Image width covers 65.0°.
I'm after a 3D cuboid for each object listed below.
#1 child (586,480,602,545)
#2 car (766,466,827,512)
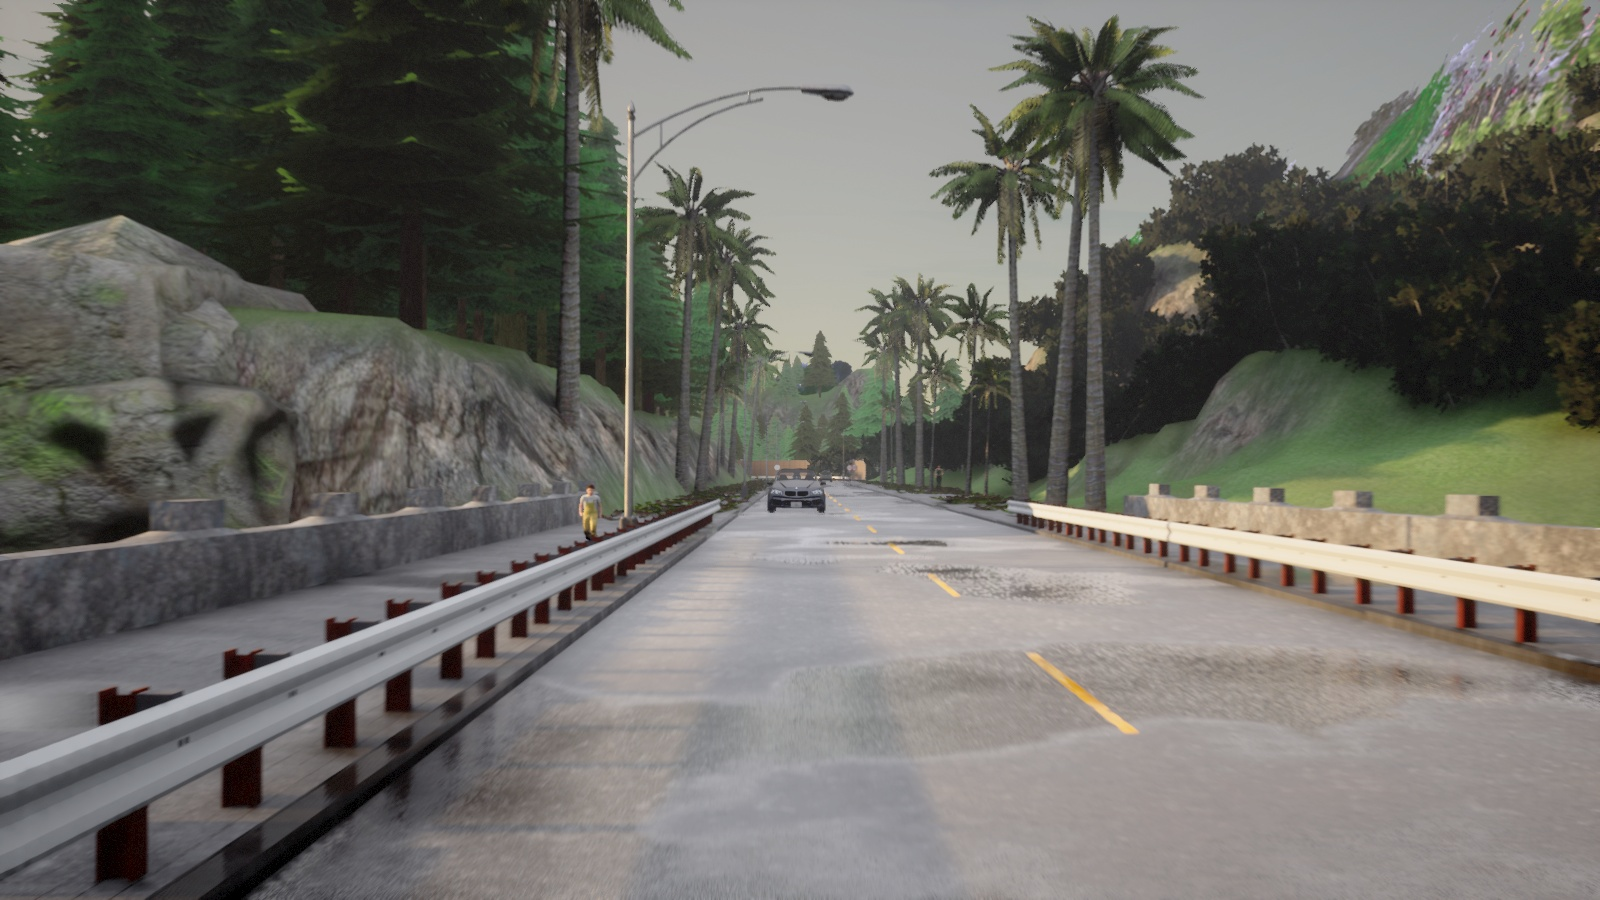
[{"bbox_3d":[-4.093,1.237,24.912,0.270,1.263,0.437,0,-1,-4],"label":"child"},{"bbox_3d":[-0.121,1.467,48.425,2.242,1.667,4.611,0,-1,0],"label":"car"}]
